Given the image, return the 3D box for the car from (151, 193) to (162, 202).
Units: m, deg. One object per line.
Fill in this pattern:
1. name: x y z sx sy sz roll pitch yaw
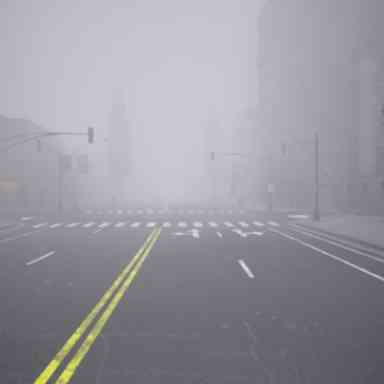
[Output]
1. car: -6.704 1.031 63.464 2.097 1.767 4.553 0 0 -4

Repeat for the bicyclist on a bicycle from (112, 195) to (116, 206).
1. bicyclist on a bicycle: -10.740 1.212 45.646 0.582 1.620 1.656 0 1 -5
